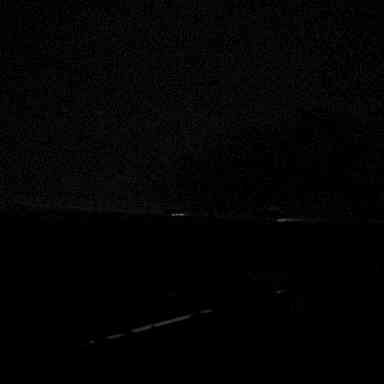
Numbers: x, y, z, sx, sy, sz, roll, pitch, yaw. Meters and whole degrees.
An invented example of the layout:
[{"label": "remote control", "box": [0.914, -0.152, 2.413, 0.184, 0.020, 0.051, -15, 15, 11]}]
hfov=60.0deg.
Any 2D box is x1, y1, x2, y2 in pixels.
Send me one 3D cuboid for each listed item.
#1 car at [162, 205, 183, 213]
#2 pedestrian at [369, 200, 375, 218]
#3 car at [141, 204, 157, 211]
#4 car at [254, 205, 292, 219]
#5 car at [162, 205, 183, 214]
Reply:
[{"label": "car", "box": [-3.711, 3.171, 62.938, 1.812, 1.442, 4.674, 0, -2, -33]}, {"label": "pedestrian", "box": [19.082, 1.802, 35.374, 0.375, 1.860, 0.375, -2, 1, -33]}, {"label": "car", "box": [-9.186, 3.244, 71.318, 1.882, 1.535, 5.008, 0, -2, -33]}, {"label": "car", "box": [8.885, 2.235, 37.084, 1.812, 1.442, 4.674, 0, -2, -33]}, {"label": "car", "box": [-3.362, 2.947, 55.866, 1.837, 1.490, 4.892, 0, -2, -33]}]
